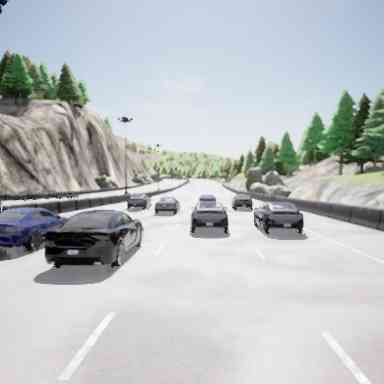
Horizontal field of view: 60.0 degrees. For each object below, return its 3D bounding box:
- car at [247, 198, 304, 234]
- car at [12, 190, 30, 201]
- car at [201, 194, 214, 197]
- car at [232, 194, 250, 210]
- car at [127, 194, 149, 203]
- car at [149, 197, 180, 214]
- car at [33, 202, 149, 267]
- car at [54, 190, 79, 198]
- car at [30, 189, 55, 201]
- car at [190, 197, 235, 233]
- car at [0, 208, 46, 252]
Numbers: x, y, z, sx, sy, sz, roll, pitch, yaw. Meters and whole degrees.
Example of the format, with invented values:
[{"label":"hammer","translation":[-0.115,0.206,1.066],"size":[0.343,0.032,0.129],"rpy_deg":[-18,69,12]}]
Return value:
[{"label":"car","translation":[4.406,1.247,17.413],"size":[2.128,1.511,4.902],"rpy_deg":[0,1,2]},{"label":"car","translation":[-25.821,0.528,51.357],"size":[1.837,1.490,4.892],"rpy_deg":[0,1,2]},{"label":"car","translation":[1.655,0.967,35.669],"size":[1.882,1.535,5.008],"rpy_deg":[0,1,2]},{"label":"car","translation":[5.093,1.022,34.083],"size":[1.837,1.490,4.892],"rpy_deg":[0,1,2]},{"label":"car","translation":[-5.402,0.987,34.427],"size":[2.128,1.511,4.902],"rpy_deg":[0,1,2]},{"label":"car","translation":[-2.113,1.123,29.225],"size":[2.033,1.411,5.357],"rpy_deg":[0,1,2]},{"label":"car","translation":[-2.873,1.316,10.786],"size":[1.882,1.535,5.008],"rpy_deg":[0,1,2]},{"label":"car","translation":[-18.827,0.444,51.060],"size":[1.994,1.385,4.181],"rpy_deg":[0,1,2]},{"label":"car","translation":[-22.323,0.302,51.235],"size":[2.097,1.767,4.553],"rpy_deg":[0,1,2]},{"label":"car","translation":[0.919,1.236,17.789],"size":[2.128,1.511,4.902],"rpy_deg":[0,1,2]},{"label":"car","translation":[-6.290,1.329,12.886],"size":[1.812,1.442,4.674],"rpy_deg":[0,1,2]}]
